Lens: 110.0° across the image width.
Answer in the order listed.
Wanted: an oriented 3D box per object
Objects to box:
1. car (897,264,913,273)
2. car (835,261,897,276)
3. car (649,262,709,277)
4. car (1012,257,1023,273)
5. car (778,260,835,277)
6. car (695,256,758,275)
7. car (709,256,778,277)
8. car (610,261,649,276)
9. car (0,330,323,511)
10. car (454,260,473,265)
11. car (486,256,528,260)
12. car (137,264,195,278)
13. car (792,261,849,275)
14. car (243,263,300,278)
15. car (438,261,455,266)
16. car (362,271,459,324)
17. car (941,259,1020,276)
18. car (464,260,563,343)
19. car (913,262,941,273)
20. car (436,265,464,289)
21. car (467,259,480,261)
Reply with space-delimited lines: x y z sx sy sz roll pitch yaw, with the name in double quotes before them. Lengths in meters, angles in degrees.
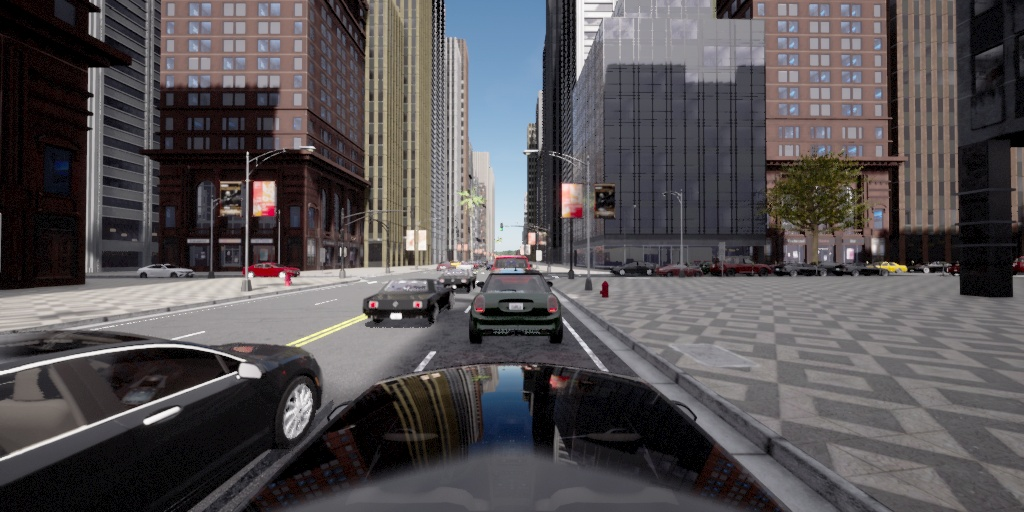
"car" 43.129 1.294 41.858 4.829 1.417 1.751 0 0 -1
"car" 32.167 1.259 33.140 4.313 1.339 1.948 0 0 -1
"car" 15.255 1.327 32.844 4.207 1.307 1.802 0 0 -1
"car" 49.081 0.972 33.436 5.009 1.841 2.192 0 0 -1
"car" 26.530 1.275 33.041 4.313 1.339 1.948 0 0 -1
"car" 23.071 1.009 38.766 5.566 2.045 2.150 0 -1 -2
"car" 20.893 1.040 32.943 5.009 1.841 2.192 0 0 -1
"car" 13.031 1.325 38.581 4.892 1.490 1.837 0 -1 -1
"car" -3.151 1.256 2.300 1.837 1.490 4.892 0 0 0
"car" -6.696 1.570 51.789 1.895 1.301 4.718 0 0 0
"car" -0.035 1.005 19.476 2.150 2.045 5.566 0 0 0
"car" -33.547 1.502 34.785 4.674 1.442 1.812 0 -1 0
"car" 33.428 1.284 38.932 4.674 1.442 1.812 0 -1 -1
"car" -23.274 1.407 34.798 5.008 1.535 1.882 0 -1 1
"car" -9.942 1.503 53.044 1.812 1.442 4.674 0 0 -3
"car" -3.169 1.362 12.036 1.895 1.301 4.718 0 0 0
"car" 43.442 1.213 33.338 4.507 1.381 1.888 0 0 -1
"car" 0.081 1.108 9.826 2.097 1.767 4.553 0 0 0
"car" 48.939 1.324 41.960 4.313 1.339 1.948 0 0 -1
"car" -3.191 1.392 21.631 1.895 1.301 4.718 0 0 0
"car" -6.694 1.633 60.953 1.895 1.301 4.718 0 0 0
